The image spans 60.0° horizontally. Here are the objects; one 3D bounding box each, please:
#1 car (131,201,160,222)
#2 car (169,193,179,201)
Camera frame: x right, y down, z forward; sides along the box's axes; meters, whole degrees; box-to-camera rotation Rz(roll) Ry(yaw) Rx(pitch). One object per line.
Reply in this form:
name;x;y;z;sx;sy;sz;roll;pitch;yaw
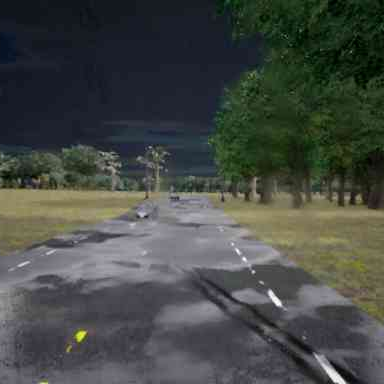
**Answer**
car;-3.611;1.465;26.511;2.128;1.511;4.902;0;0;0
car;-3.539;0.884;67.120;1.882;1.535;5.008;0;1;0
